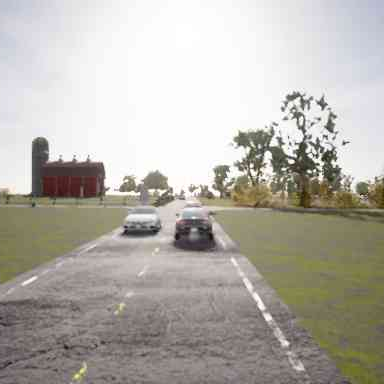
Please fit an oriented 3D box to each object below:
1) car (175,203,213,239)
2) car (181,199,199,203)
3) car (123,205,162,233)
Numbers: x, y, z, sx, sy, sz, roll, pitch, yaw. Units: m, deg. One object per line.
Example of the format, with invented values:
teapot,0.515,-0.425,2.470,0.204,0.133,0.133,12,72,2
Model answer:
car,0.092,1.550,17.434,1.812,1.442,4.674,0,0,0
car,0.083,1.614,32.154,1.994,1.385,4.181,0,0,1
car,-2.842,1.555,19.905,1.812,1.442,4.674,0,0,0
